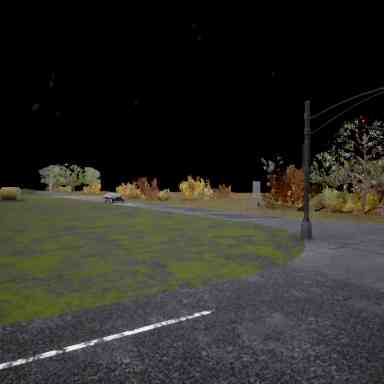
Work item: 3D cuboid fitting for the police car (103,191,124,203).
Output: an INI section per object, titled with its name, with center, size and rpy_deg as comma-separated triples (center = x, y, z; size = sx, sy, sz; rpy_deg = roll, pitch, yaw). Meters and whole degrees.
[police car]
center = -11.671, 0.744, 49.723
size = 1.930, 1.638, 5.238
rpy_deg = 1, 0, -32
